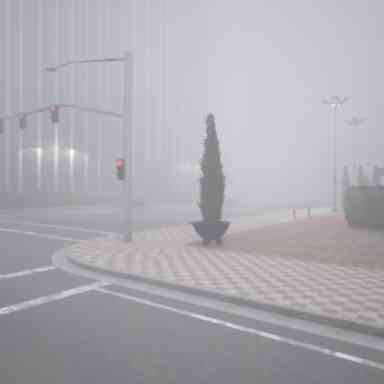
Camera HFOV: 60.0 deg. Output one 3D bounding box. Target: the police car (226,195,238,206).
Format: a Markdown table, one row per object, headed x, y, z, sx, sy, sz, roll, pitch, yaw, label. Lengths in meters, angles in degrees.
| x | y | z | sx | sy | sz | roll | pitch | yaw | label |
| --- | --- | --- | --- | --- | --- | --- | --- | --- | --- |
| 4.228 | 1.224 | 48.245 | 1.930 | 1.638 | 5.238 | 1 | 0 | 35 | police car |

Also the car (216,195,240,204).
| x | y | z | sx | sy | sz | roll | pitch | yaw | label |
| --- | --- | --- | --- | --- | --- | --- | --- | --- | --- |
| 6.156 | 1.248 | 57.150 | 1.882 | 1.535 | 5.008 | 1 | 0 | 35 | car |

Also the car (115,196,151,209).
| x | y | z | sx | sy | sz | roll | pitch | yaw | label |
| --- | --- | --- | --- | --- | --- | --- | --- | --- | --- |
| -6.816 | 1.263 | 38.708 | 2.128 | 1.511 | 4.902 | 1 | 0 | 35 | car |
